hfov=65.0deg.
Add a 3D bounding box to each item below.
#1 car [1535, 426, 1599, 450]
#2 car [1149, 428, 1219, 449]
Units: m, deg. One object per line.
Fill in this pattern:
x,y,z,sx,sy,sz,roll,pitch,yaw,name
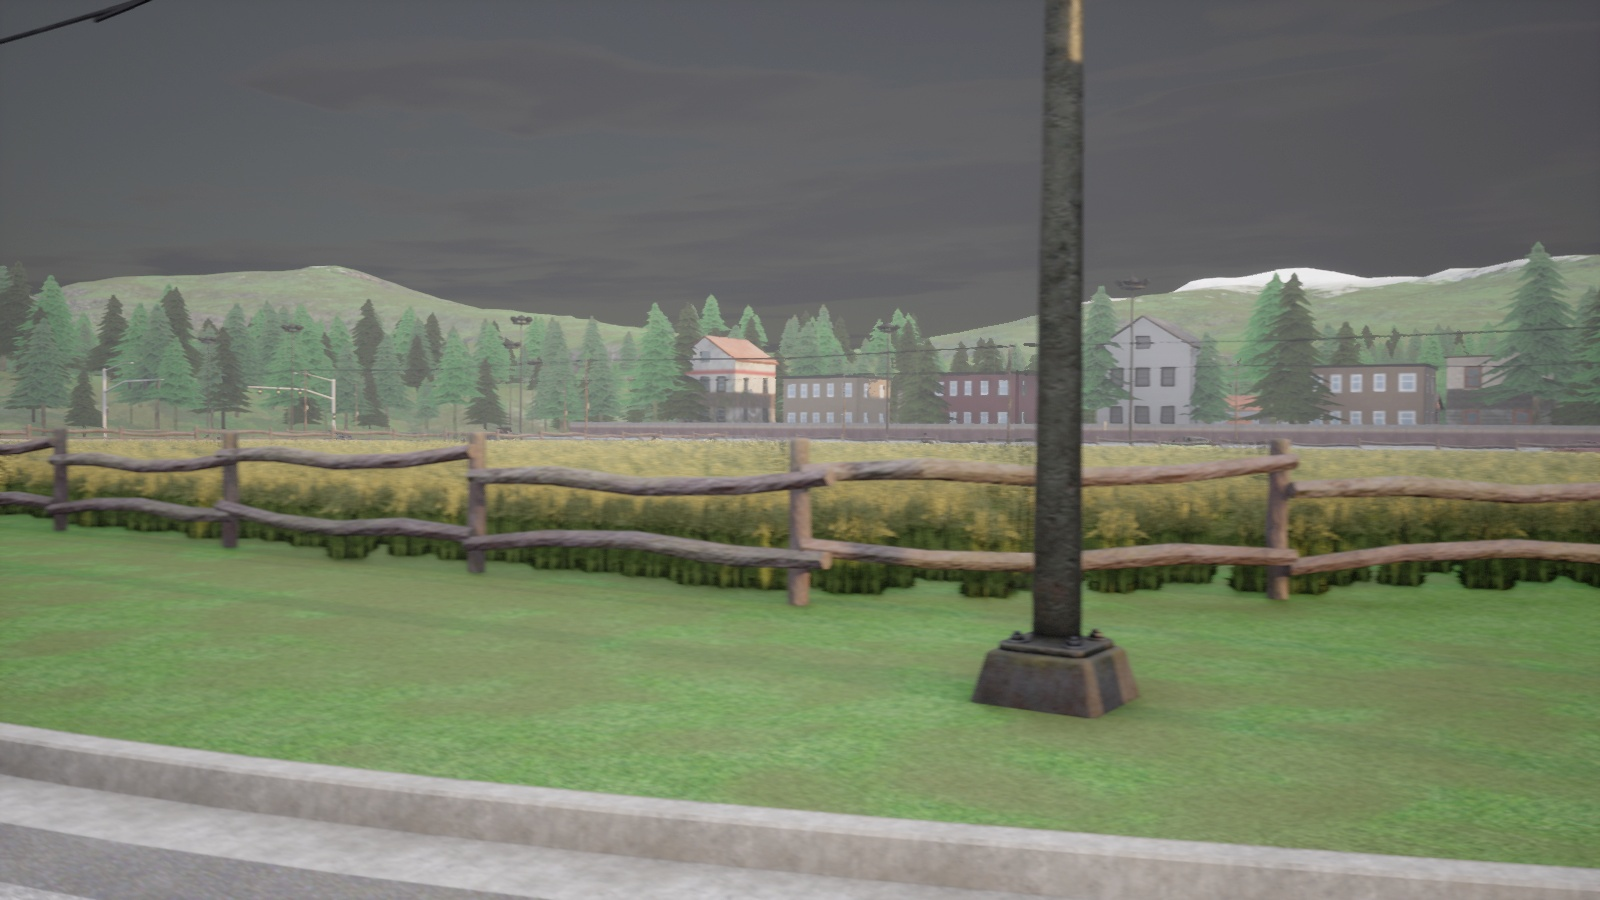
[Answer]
48.559,-0.768,78.719,4.193,1.474,1.816,0,1,34,car
28.227,-0.828,92.361,4.514,1.525,2.007,0,1,34,car
